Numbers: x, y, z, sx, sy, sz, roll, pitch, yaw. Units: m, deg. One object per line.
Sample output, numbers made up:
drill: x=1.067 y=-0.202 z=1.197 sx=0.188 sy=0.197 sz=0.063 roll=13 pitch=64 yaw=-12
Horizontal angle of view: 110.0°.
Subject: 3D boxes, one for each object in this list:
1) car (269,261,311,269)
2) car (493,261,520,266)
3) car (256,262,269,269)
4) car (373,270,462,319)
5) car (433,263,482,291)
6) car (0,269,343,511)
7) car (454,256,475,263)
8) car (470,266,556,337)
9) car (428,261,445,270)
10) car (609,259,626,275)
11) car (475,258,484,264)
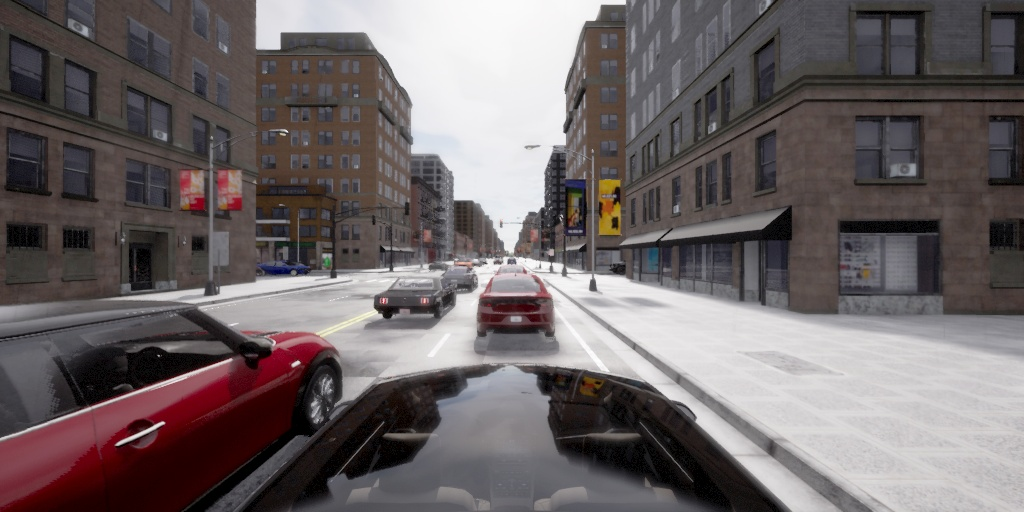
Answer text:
car: x=-22.755 y=1.219 z=35.655 sx=5.008 sy=1.535 sz=1.882 roll=0 pitch=0 yaw=0
car: x=-0.004 y=1.227 z=19.881 sx=1.882 sy=1.535 sz=5.008 roll=0 pitch=0 yaw=0
car: x=-25.424 y=1.170 z=33.129 sx=4.097 sy=1.591 sz=1.967 roll=0 pitch=0 yaw=0
car: x=-3.153 y=1.351 z=12.785 sx=1.895 sy=1.301 sz=4.718 roll=0 pitch=0 yaw=0
car: x=-3.156 y=1.313 z=21.542 sx=1.994 sy=1.385 sz=4.181 roll=0 pitch=0 yaw=0
car: x=-3.152 y=1.102 z=2.625 sx=2.097 sy=1.767 sz=4.553 roll=0 pitch=0 yaw=0
car: x=-6.609 y=1.097 z=48.473 sx=2.097 sy=1.767 sz=4.553 roll=0 pitch=0 yaw=0
car: x=0.099 y=1.228 z=10.310 sx=1.882 sy=1.535 sz=5.008 roll=0 pitch=0 yaw=0
car: x=-9.860 y=1.346 z=48.014 sx=1.895 sy=1.301 sz=4.718 roll=0 pitch=0 yaw=0
car: x=13.365 y=1.009 z=38.784 sx=5.566 sy=2.045 sz=2.150 roll=0 pitch=0 yaw=0
car: x=-6.577 y=1.304 z=63.825 sx=1.994 sy=1.385 sz=4.181 roll=0 pitch=0 yaw=0
